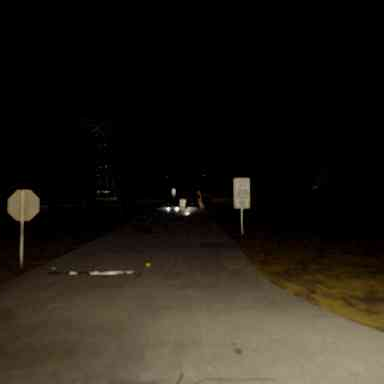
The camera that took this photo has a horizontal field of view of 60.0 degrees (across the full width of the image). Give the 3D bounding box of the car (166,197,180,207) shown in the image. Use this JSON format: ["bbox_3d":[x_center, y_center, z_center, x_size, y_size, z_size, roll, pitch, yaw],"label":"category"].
[{"bbox_3d":[-2.723,1.488,49.630,2.033,1.411,5.357,0,0,0],"label":"car"}]

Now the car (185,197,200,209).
[{"bbox_3d":[0.024,1.504,45.414,1.994,1.385,4.181,0,0,0],"label":"car"}]

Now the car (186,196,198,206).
[{"bbox_3d":[0.030,1.477,55.467,1.994,1.385,4.181,0,0,0],"label":"car"}]
